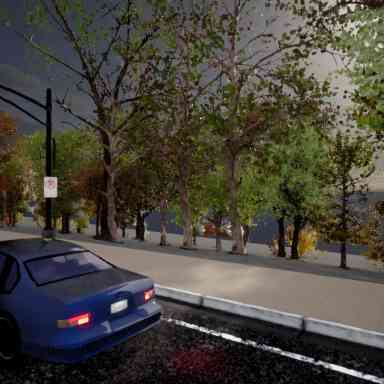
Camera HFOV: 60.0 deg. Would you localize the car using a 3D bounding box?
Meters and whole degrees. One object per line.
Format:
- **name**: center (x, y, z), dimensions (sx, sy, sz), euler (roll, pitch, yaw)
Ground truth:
- **car**: center (-2.997, 1.546, 5.827), dimensions (5.357, 1.411, 2.033), euler (0, 0, 36)
